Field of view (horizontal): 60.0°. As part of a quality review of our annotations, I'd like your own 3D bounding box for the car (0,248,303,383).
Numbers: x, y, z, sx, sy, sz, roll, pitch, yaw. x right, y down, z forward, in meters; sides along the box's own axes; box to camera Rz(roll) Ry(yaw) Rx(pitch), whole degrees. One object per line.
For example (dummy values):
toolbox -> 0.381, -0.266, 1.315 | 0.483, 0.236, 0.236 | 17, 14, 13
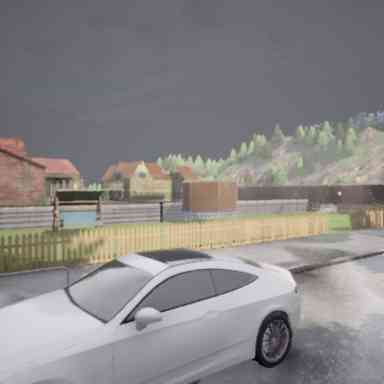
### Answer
car -> -0.493, 1.527, 4.253 | 4.674, 1.442, 1.812 | 0, 0, -36
